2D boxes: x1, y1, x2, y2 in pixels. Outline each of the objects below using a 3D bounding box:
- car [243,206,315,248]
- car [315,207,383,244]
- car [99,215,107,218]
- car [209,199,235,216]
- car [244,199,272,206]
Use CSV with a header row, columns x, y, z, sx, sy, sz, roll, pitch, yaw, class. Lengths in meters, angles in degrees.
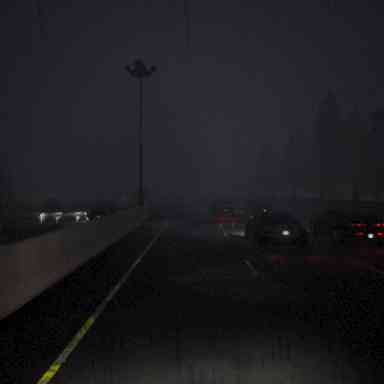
x,y,z,sx,sy,sz,roll,pitch,yaw,class
3.595,1.539,14.740,1.994,1.385,4.181,0,0,0,car
7.096,1.479,15.628,1.837,1.490,4.892,0,0,0,car
-7.371,1.500,28.005,2.033,1.411,5.357,0,0,-4,car
2.865,1.437,32.528,2.128,1.511,4.902,0,0,-6,car
6.373,1.450,32.585,1.837,1.490,4.892,0,0,-5,car
